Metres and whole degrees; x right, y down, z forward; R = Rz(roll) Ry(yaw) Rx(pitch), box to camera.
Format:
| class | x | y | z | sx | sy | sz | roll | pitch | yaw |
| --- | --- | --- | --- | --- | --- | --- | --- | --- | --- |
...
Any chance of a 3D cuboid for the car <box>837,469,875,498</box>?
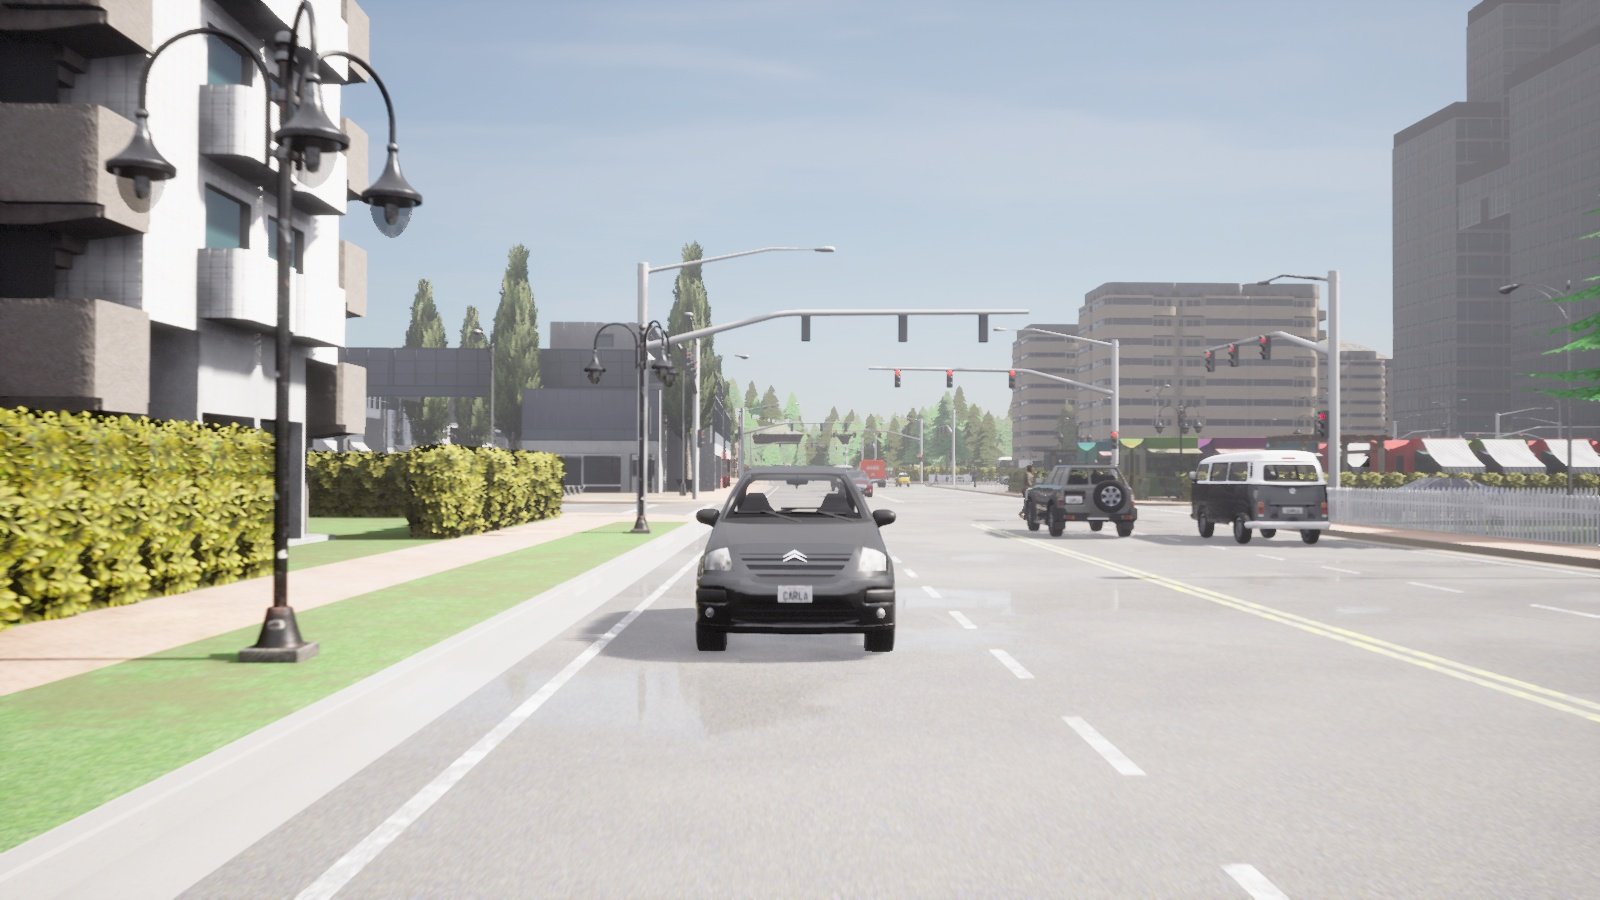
| class | x | y | z | sx | sy | sz | roll | pitch | yaw |
| --- | --- | --- | --- | --- | --- | --- | --- | --- | --- |
| car | 3.318 | 1.962 | 75.113 | 2.033 | 1.649 | 4.856 | 0 | -1 | 0 |

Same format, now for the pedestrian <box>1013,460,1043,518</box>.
| class | x | y | z | sx | sy | sz | roll | pitch | yaw |
| --- | --- | --- | --- | --- | --- | --- | --- | --- | --- |
| pedestrian | 7.180 | 1.231 | 39.530 | 0.869 | 1.805 | 0.328 | 0 | -1 | -1 |

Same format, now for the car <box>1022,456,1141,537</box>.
| class | x | y | z | sx | sy | sz | roll | pitch | yaw |
| --- | --- | --- | --- | --- | --- | --- | --- | --- | --- |
| car | 6.922 | 1.117 | 31.355 | 1.932 | 1.855 | 4.605 | 0 | -1 | 0 |

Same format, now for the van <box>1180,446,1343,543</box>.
| class | x | y | z | sx | sy | sz | roll | pitch | yaw |
| --- | --- | --- | --- | --- | --- | --- | --- | --- | --- |
| van | 10.430 | 0.967 | 28.768 | 2.069 | 2.038 | 4.480 | 0 | -1 | 0 |

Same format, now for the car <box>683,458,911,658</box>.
| class | x | y | z | sx | sy | sz | roll | pitch | yaw |
| --- | --- | --- | --- | --- | --- | --- | --- | --- | --- |
| car | -0.030 | 0.913 | 12.192 | 1.851 | 1.617 | 3.988 | 0 | -1 | 0 |

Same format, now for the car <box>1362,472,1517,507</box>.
| class | x | y | z | sx | sy | sz | roll | pitch | yaw |
| --- | --- | --- | --- | --- | --- | --- | --- | --- | --- |
| car | 26.272 | 1.604 | 51.704 | 5.357 | 1.411 | 2.033 | 0 | -1 | -1 |
